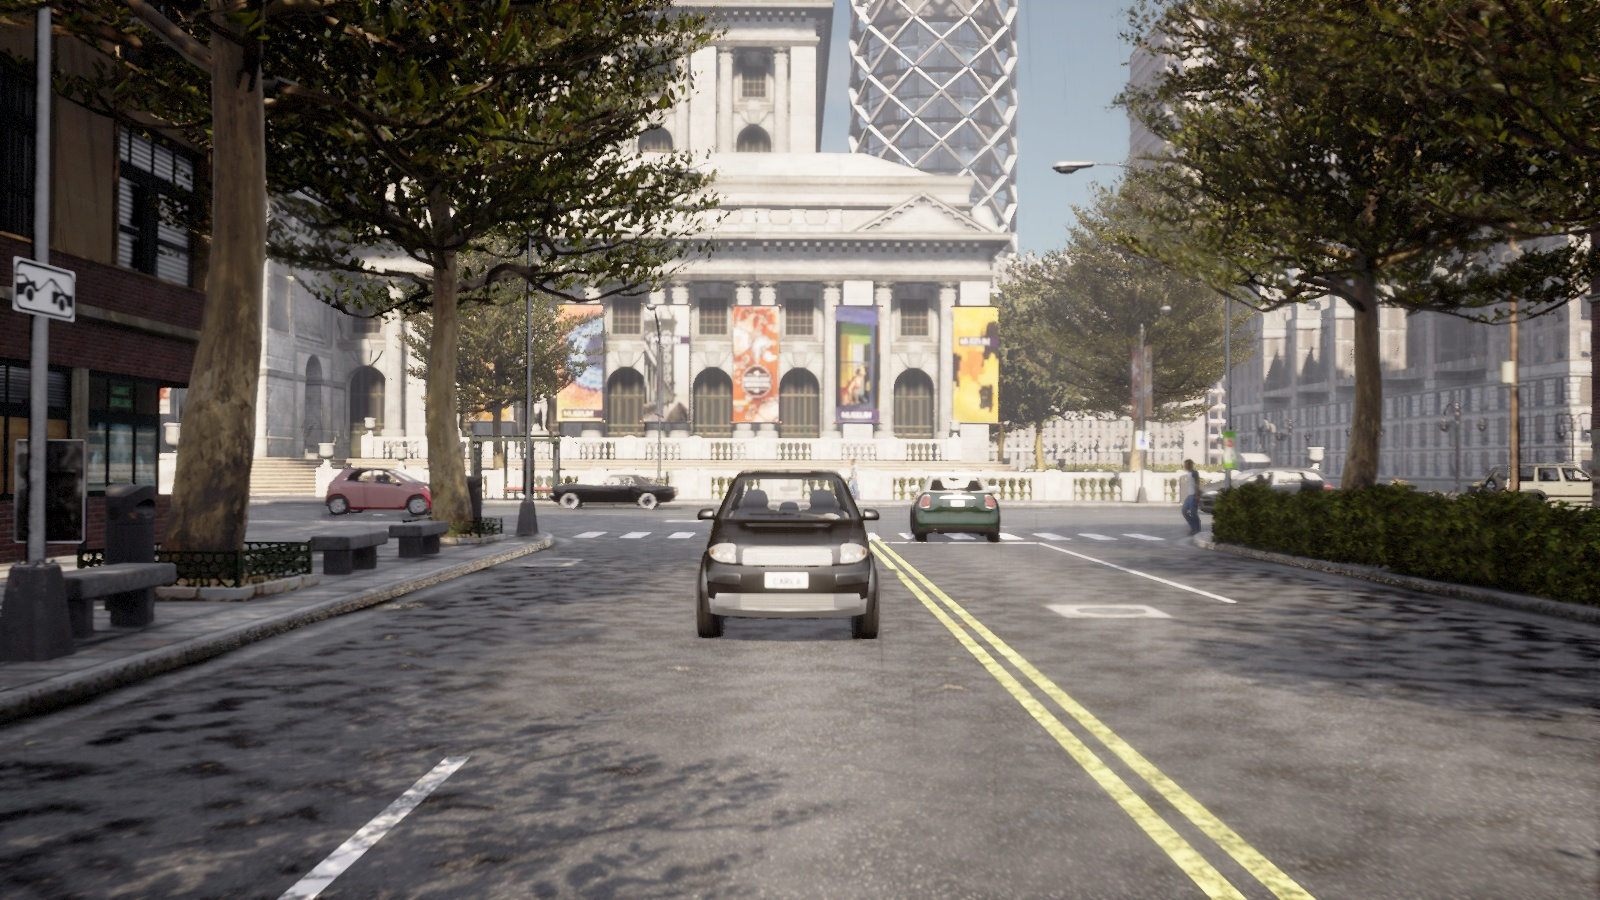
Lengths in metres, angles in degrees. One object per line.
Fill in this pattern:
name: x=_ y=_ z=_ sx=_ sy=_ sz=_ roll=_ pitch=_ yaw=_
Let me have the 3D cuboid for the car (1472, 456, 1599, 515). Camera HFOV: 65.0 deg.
car: x=24.409 y=1.124 z=40.301 sx=4.605 sy=1.855 sz=1.932 roll=0 pitch=-1 yaw=0

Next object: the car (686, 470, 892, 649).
car: x=-0.108 y=0.979 z=12.782 sx=1.789 sy=1.549 sz=3.705 roll=0 pitch=-1 yaw=0

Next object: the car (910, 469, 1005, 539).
car: x=3.504 y=1.184 z=28.584 sx=1.970 sy=1.475 sz=3.806 roll=0 pitch=-1 yaw=5

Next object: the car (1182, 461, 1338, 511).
car: x=15.975 y=1.237 z=43.807 sx=4.611 sy=1.667 sz=2.242 roll=0 pitch=-1 yaw=0

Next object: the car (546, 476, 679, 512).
car: x=-7.023 y=1.637 z=47.285 sx=4.718 sy=1.301 sz=1.895 roll=0 pitch=-1 yaw=0

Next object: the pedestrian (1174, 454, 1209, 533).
pedestrian: x=9.178 y=1.009 z=29.461 sx=0.706 sy=1.836 sz=0.354 roll=0 pitch=-1 yaw=8

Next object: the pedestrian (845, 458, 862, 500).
pedestrian: x=2.399 y=1.282 z=55.911 sx=0.706 sy=1.836 sz=0.354 roll=0 pitch=-1 yaw=-6

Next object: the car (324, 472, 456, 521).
car: x=-13.094 y=1.471 z=40.283 sx=3.633 sy=1.501 sz=1.845 roll=0 pitch=-1 yaw=0
